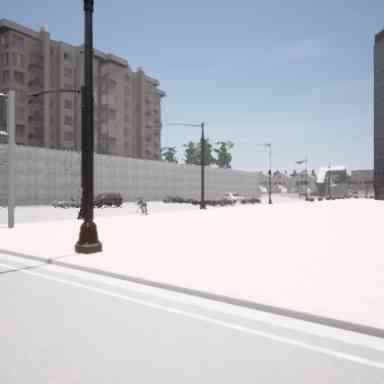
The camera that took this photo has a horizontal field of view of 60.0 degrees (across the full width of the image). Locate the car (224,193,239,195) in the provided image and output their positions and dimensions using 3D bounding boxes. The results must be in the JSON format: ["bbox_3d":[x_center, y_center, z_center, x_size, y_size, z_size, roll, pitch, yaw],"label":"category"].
[{"bbox_3d":[7.687,1.185,62.438,2.150,2.045,5.566,0,0,36],"label":"car"}]

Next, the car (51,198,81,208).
[{"bbox_3d":[-17.068,1.557,46.195,1.895,1.301,4.718,0,0,36],"label":"car"}]

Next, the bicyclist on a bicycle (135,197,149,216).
[{"bbox_3d":[-4.458,1.277,29.512,1.656,1.620,0.582,0,0,36],"label":"bicyclist on a bicycle"}]

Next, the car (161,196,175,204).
[{"bbox_3d":[-3.854,1.465,64.389,1.837,1.490,4.892,0,0,36],"label":"car"}]

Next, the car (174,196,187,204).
[{"bbox_3d":[-0.709,1.589,62.757,1.895,1.301,4.718,0,0,36],"label":"car"}]

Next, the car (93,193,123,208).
[{"bbox_3d":[-12.287,1.180,46.839,2.150,2.045,5.566,0,0,36],"label":"car"}]

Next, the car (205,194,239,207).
[{"bbox_3d":[4.787,1.516,52.342,2.033,1.411,5.357,0,0,36],"label":"car"}]

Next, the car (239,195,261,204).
[{"bbox_3d":[10.751,1.515,60.704,2.033,1.411,5.357,0,0,36],"label":"car"}]

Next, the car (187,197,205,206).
[{"bbox_3d":[1.750,1.566,54.117,1.895,1.301,4.718,0,0,36],"label":"car"}]
